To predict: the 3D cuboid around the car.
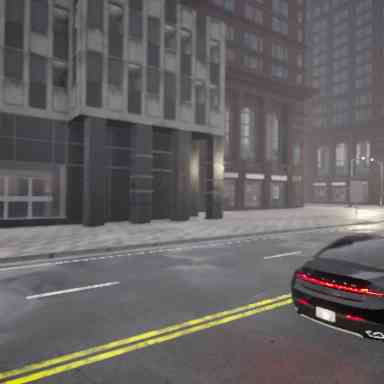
[{"bbox_3d":[3.909,1.509,6.233,4.892,1.490,1.837,-1,0,-36],"label":"car"}]
